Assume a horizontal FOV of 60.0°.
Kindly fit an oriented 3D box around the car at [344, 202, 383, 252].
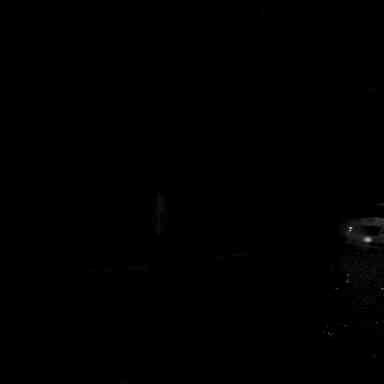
[{"bbox_3d":[8.627,1.445,13.845,5.566,2.045,2.150,1,0,-37],"label":"car"}]
